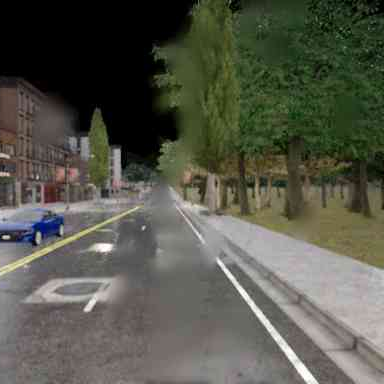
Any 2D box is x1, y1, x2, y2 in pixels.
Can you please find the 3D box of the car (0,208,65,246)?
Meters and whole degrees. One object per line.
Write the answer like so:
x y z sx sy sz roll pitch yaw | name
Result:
-7.696 1.583 16.034 1.882 1.535 5.008 0 0 -4 | car
